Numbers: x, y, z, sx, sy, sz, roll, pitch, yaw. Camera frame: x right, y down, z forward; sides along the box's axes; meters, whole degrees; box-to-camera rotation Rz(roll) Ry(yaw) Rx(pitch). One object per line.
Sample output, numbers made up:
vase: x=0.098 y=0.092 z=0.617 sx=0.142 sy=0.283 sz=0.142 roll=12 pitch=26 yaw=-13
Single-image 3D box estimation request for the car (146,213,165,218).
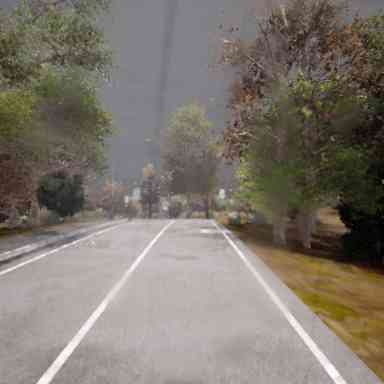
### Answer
car: x=-8.667 y=5.749 z=80.558 sx=4.902 sy=1.511 sz=2.128 roll=3 pitch=-5 yaw=-21
